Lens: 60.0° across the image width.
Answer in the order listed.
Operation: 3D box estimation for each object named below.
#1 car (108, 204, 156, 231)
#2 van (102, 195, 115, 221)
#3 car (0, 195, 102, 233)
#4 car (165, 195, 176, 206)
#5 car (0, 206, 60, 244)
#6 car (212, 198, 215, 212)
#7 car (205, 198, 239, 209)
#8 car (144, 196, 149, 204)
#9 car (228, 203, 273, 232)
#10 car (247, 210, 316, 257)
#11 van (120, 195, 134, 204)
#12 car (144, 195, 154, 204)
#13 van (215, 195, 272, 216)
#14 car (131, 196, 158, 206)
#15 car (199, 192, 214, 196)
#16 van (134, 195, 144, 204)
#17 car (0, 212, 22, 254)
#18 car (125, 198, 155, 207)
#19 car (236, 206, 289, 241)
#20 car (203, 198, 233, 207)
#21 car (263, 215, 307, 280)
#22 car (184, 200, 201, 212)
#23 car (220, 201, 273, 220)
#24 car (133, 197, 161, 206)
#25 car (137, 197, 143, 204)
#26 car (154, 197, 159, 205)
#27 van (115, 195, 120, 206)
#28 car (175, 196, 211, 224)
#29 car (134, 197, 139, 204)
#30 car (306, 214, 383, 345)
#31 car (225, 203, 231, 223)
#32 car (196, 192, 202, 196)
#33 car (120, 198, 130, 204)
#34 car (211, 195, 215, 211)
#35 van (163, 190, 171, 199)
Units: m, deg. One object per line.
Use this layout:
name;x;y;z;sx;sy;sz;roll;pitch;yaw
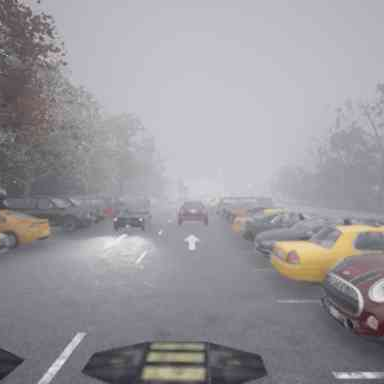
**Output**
car;-3.618;1.636;20.972;1.895;1.301;4.718;0;0;0
van;-8.444;1.295;24.936;4.442;1.987;1.878;0;0;0
car;-8.528;1.261;19.396;5.566;2.045;2.435;0;0;0
car;-3.575;1.855;62.552;1.812;1.442;4.674;0;-1;1
car;-8.546;1.503;13.854;5.008;1.535;2.097;0;0;0
car;4.485;1.560;30.420;4.792;1.488;2.163;0;0;0
car;4.491;1.673;49.842;4.892;1.521;2.231;0;-1;0
car;-8.549;1.644;44.317;4.792;1.488;2.163;0;-1;0
car;4.711;1.505;16.539;5.366;1.575;1.946;0;0;0
car;4.537;1.500;10.987;4.892;1.521;2.231;0;0;0
van;-8.460;1.312;33.262;4.442;1.987;1.878;0;0;0
car;-8.609;1.392;47.089;5.566;2.045;2.435;0;-1;0
van;4.400;1.300;27.644;4.442;1.987;1.878;0;0;0
car;-8.623;1.659;60.812;4.553;1.767;2.185;0;-1;0
car;4.464;1.478;55.397;5.566;2.045;2.435;0;-1;0
van;-8.692;1.361;41.425;4.442;1.987;1.878;0;0;0
car;-8.552;1.538;10.959;4.674;1.452;2.002;0;0;0
car;-8.584;1.769;55.395;4.674;1.452;2.002;0;-1;0
car;4.522;1.504;13.763;4.892;1.521;2.231;0;0;0
car;4.485;1.758;58.170;5.008;1.535;2.097;0;-1;0
car;4.718;1.491;8.211;5.366;1.575;1.946;0;0;0
car;0.064;1.672;41.647;1.994;1.385;4.181;0;-1;0
car;4.550;1.547;22.091;4.792;1.488;2.163;0;0;0
car;-8.589;1.813;63.582;5.008;1.535;2.097;0;-1;0
car;-8.602;1.594;38.652;4.792;1.488;2.163;0;0;0
car;-8.399;1.697;52.626;5.366;1.575;1.946;0;-1;0
van;-8.680;1.300;27.706;4.442;1.987;1.878;0;0;0
car;0.079;1.395;25.067;2.097;1.767;4.553;0;0;0
car;-8.600;1.578;36.013;4.792;1.488;2.163;0;0;0
car;4.566;1.364;5.435;4.553;1.767;2.185;0;0;0
car;4.552;1.542;19.315;4.792;1.488;2.163;0;0;0
car;4.229;1.339;90.762;4.792;1.488;2.163;0;0;0
car;-8.571;1.530;30.475;5.008;1.535;2.097;0;0;0
car;4.480;1.412;33.194;4.553;1.767;2.185;0;0;0
van;-8.754;1.084;90.679;4.442;1.987;1.878;1;0;0
